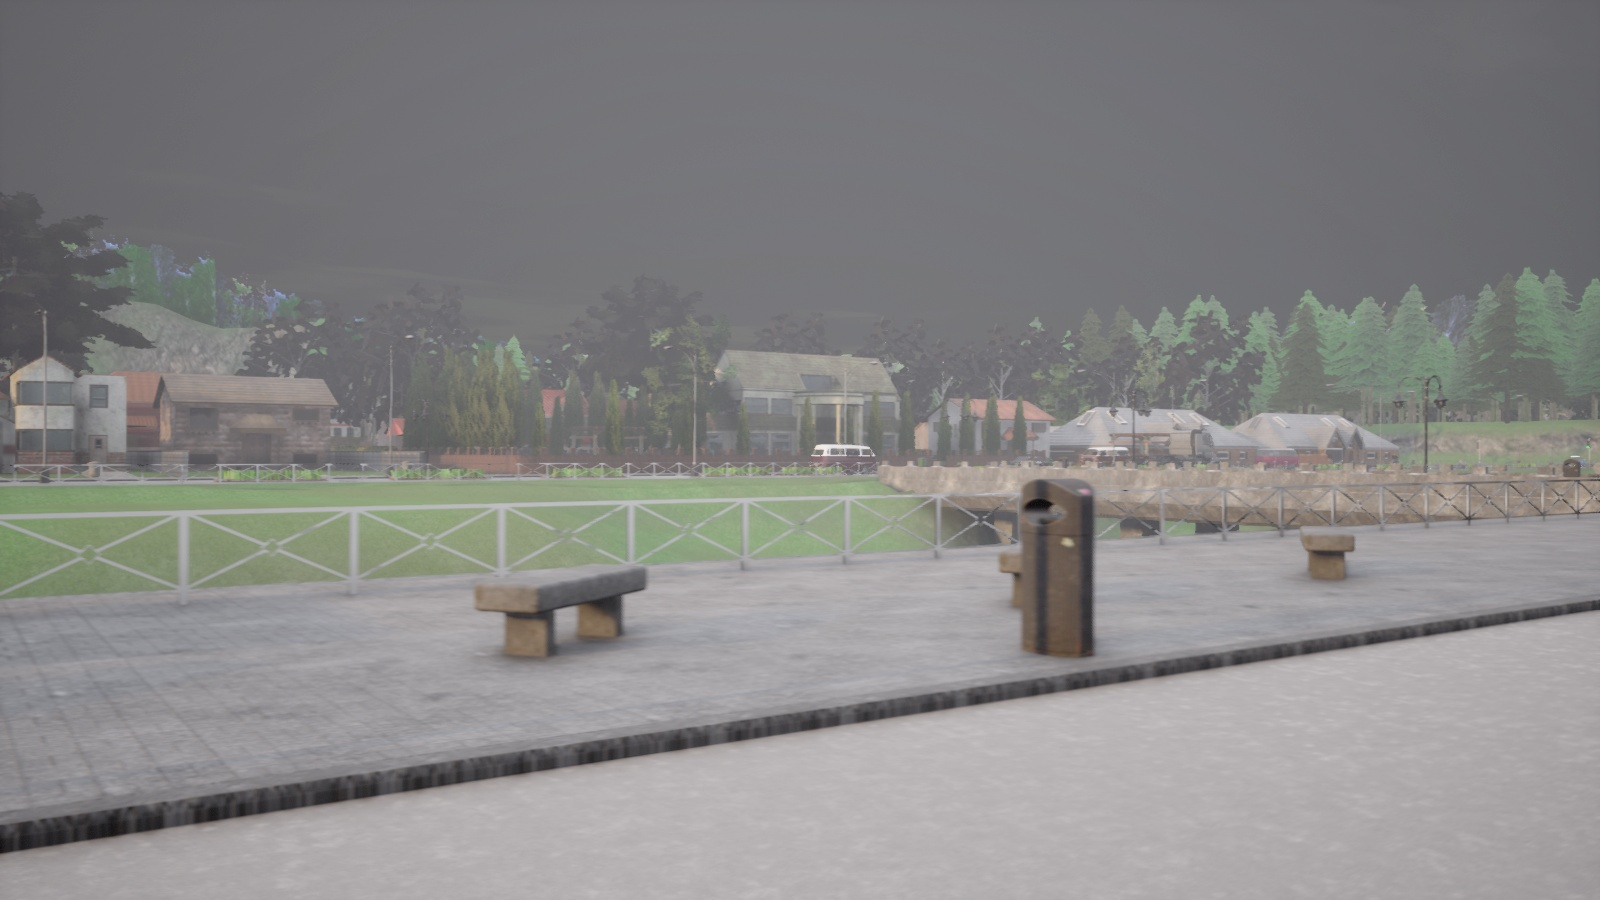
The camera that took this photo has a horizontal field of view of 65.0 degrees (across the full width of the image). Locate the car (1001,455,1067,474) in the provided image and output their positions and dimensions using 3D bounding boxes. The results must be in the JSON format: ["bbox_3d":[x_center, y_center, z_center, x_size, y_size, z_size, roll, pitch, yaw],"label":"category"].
[{"bbox_3d":[17.020,1.033,91.269,4.718,1.301,1.895,0,0,-35],"label":"car"}]

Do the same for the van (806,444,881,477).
[{"bbox_3d":[2.842,0.662,81.407,4.480,2.038,2.069,0,0,-35],"label":"van"}]
